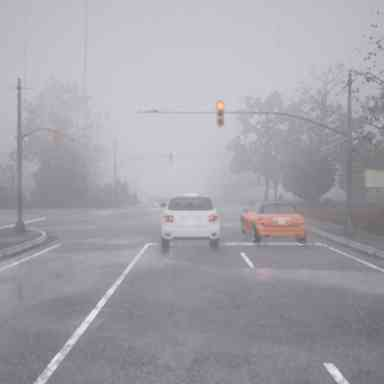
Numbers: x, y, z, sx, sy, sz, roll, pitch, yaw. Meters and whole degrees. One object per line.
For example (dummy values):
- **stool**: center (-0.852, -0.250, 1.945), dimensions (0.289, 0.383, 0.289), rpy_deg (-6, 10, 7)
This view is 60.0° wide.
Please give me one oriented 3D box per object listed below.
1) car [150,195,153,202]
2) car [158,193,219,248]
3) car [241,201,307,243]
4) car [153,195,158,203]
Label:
- **car**: center (-8.079, 1.363, 72.236), dimensions (2.033, 1.411, 5.357), rpy_deg (0, -1, -13)
- **car**: center (-0.173, 1.064, 14.200), dimensions (2.150, 2.045, 5.566), rpy_deg (0, 1, -3)
- **car**: center (3.530, 1.183, 15.163), dimensions (2.097, 1.767, 4.553), rpy_deg (0, 1, 0)
- **car**: center (-5.219, 1.121, 56.835), dimensions (1.882, 1.535, 5.008), rpy_deg (0, -1, -7)
